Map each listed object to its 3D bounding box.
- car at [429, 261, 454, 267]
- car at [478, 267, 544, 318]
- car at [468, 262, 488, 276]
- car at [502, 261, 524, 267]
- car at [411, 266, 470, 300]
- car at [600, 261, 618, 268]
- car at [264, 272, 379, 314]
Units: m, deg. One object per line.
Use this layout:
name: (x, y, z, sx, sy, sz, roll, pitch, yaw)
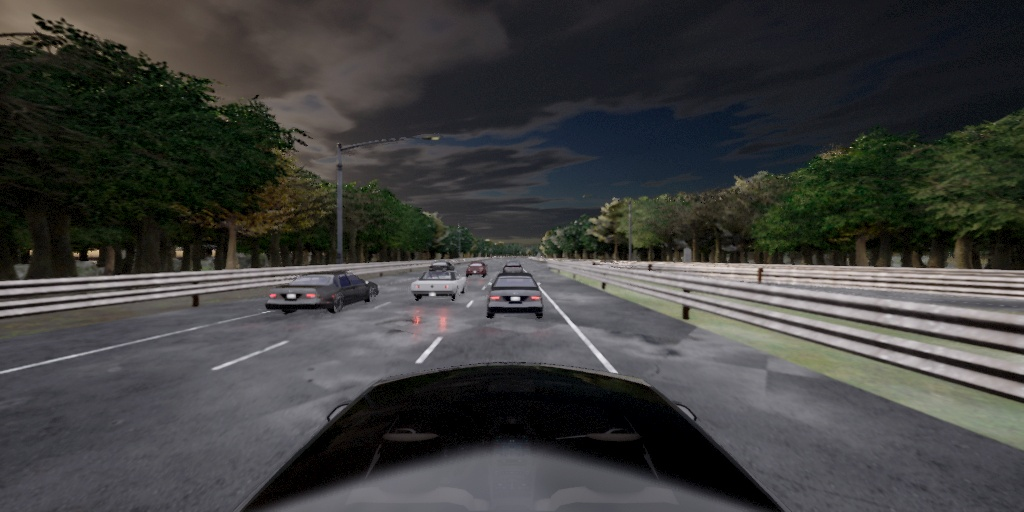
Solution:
car: (-6.905, 1.238, 35.655, 1.882, 1.535, 5.008, 0, 0, 0)
car: (0.097, 1.299, 13.019, 2.033, 1.411, 5.357, 0, 0, 0)
car: (-3.406, 1.286, 35.253, 1.812, 1.442, 4.674, 0, 0, 0)
car: (0.097, 1.251, 33.920, 2.128, 1.511, 4.902, 0, 0, 0)
car: (-3.400, 1.354, 17.574, 1.895, 1.301, 4.718, 0, 0, 0)
car: (12.811, 1.388, 49.279, 1.812, 1.442, 4.674, 0, 0, -14)
car: (-6.906, 1.302, 13.735, 2.033, 1.411, 5.357, 0, 0, 0)
